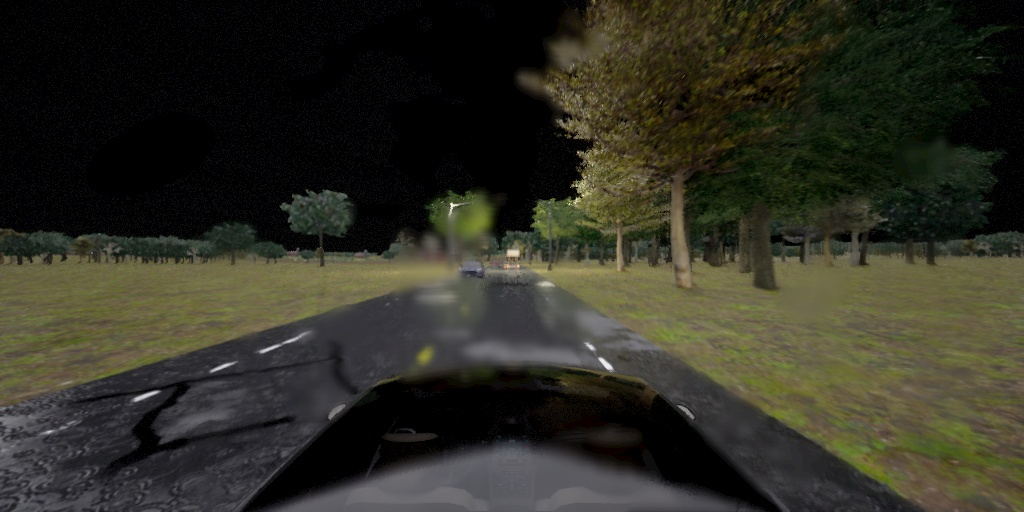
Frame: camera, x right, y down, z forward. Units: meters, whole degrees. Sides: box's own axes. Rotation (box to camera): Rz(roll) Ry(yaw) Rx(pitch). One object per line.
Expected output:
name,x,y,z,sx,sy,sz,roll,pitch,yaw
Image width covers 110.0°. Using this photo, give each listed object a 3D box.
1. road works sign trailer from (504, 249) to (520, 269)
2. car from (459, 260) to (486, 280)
road works sign trailer,0.224,0.541,64.995,2.380,3.560,2.880,0,0,2
car,-3.575,1.207,33.047,2.097,1.767,4.553,0,0,0
